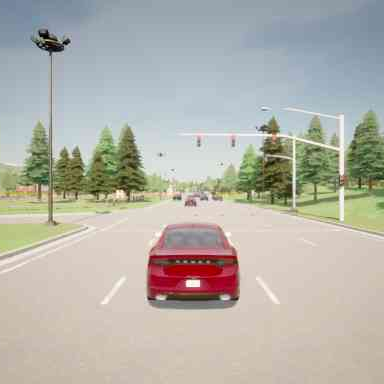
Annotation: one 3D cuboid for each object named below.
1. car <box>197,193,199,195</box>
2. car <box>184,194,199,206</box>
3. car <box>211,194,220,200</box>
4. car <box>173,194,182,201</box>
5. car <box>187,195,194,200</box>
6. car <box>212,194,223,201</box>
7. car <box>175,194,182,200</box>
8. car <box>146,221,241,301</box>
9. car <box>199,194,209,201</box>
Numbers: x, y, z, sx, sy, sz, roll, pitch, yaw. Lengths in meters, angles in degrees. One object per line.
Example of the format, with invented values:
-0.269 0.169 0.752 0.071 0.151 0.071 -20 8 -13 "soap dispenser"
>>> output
3.136 1.357 94.046 2.128 1.511 4.902 0 0 0 "car"
-0.204 1.525 53.000 1.812 1.442 4.674 0 0 0 "car"
6.636 1.372 94.060 2.033 1.411 5.357 0 0 0 "car"
-3.824 1.469 83.599 1.882 1.535 5.008 0 0 0 "car"
-0.364 1.427 94.062 1.895 1.301 4.718 0 0 0 "car"
6.676 1.516 83.640 2.128 1.511 4.902 0 0 0 "car"
-3.864 1.310 94.019 1.882 1.535 5.008 0 0 0 "car"
0.031 1.478 8.398 1.882 1.535 5.008 0 0 0 "car"
3.175 1.516 84.043 1.812 1.442 4.674 0 0 0 "car"
